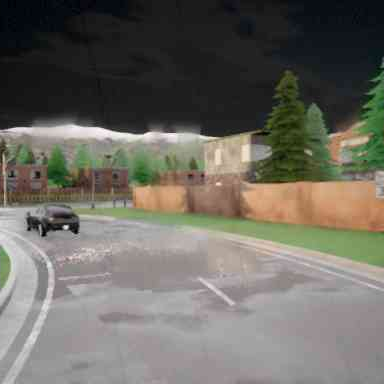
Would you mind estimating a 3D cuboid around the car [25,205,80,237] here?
[{"bbox_3d":[-7.592,1.454,17.949,1.837,1.490,4.892,-1,0,-39],"label":"car"}]
